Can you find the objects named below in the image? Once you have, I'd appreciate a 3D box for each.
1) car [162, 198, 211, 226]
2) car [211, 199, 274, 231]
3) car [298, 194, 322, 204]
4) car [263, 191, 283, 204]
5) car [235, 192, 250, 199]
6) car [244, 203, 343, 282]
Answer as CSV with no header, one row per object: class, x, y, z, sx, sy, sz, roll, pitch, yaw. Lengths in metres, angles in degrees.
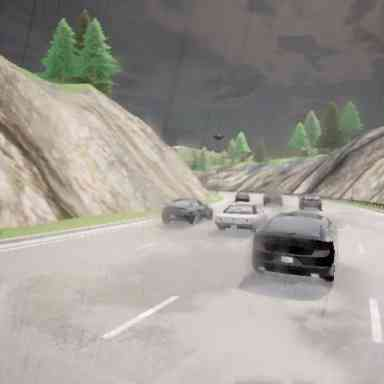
car,-0.149,1.090,19.431,1.812,1.442,4.674,2,1,22
car,2.760,1.268,17.173,1.895,1.301,4.718,2,1,22
car,11.544,0.988,32.518,2.128,1.511,4.902,2,1,15
car,9.429,0.673,38.791,2.097,1.767,4.553,1,1,12
car,7.149,0.669,46.848,1.994,1.385,4.181,1,1,9
car,3.173,1.317,9.577,1.882,1.535,5.008,2,2,25
